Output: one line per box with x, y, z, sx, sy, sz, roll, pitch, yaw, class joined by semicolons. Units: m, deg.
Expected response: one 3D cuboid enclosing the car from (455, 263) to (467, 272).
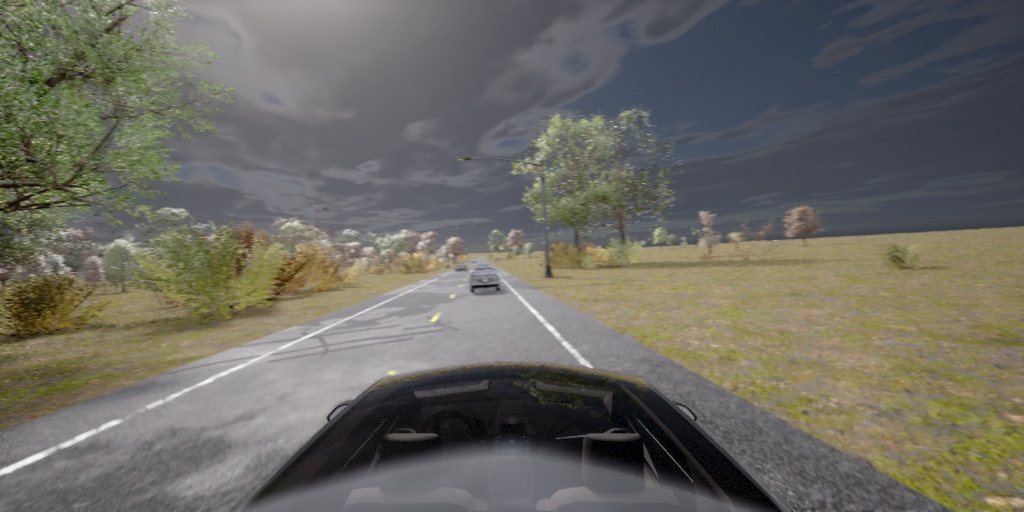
-8.346;1.960;59.675;1.994;1.385;4.181;-3;0;-5;car

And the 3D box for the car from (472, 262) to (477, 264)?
-3.081;1.607;39.071;1.994;1.385;4.181;-3;0;-4;car

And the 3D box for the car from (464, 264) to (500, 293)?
-1.744;1.467;22.992;2.033;1.411;5.357;-3;0;-5;car
